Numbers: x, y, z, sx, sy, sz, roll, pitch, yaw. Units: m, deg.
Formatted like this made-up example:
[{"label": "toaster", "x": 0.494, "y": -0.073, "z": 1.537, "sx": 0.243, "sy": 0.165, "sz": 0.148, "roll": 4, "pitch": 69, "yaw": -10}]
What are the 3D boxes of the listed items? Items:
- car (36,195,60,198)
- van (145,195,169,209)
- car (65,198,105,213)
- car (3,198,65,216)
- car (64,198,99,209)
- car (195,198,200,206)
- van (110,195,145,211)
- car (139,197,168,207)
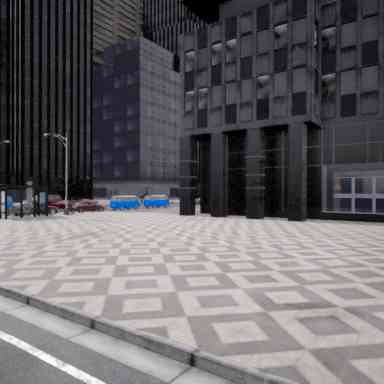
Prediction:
[{"label": "car", "x": -18.256, "y": 1.275, "z": 40.517, "sx": 2.192, "sy": 1.841, "sz": 5.009, "roll": 0, "pitch": 0, "yaw": 35}, {"label": "van", "x": -4.724, "y": 1.322, "z": 44.821, "sx": 1.690, "sy": 1.788, "sz": 3.998, "roll": 0, "pitch": 0, "yaw": 35}, {"label": "car", "x": -11.312, "y": 1.568, "z": 35.573, "sx": 1.802, "sy": 1.307, "sz": 4.206, "roll": 0, "pitch": 0, "yaw": 35}, {"label": "car", "x": -14.606, "y": 1.541, "z": 30.948, "sx": 2.008, "sy": 1.369, "sz": 4.403, "roll": 0, "pitch": 0, "yaw": 35}, {"label": "car", "x": -14.962, "y": 1.538, "z": 45.142, "sx": 1.802, "sy": 1.307, "sz": 4.206, "roll": 0, "pitch": 0, "yaw": 35}, {"label": "car", "x": 1.864, "y": 1.561, "z": 54.069, "sx": 1.802, "sy": 1.307, "sz": 4.206, "roll": 0, "pitch": 0, "yaw": 35}, {"label": "van", "x": -8.017, "y": 1.324, "z": 40.197, "sx": 1.690, "sy": 1.788, "sz": 3.998, "roll": 0, "pitch": 0, "yaw": 35}, {"label": "car", "x": -6.112, "y": 1.562, "z": 52.928, "sx": 1.895, "sy": 1.301, "sz": 4.718, "roll": 0, "pitch": 0, "yaw": 36}]
